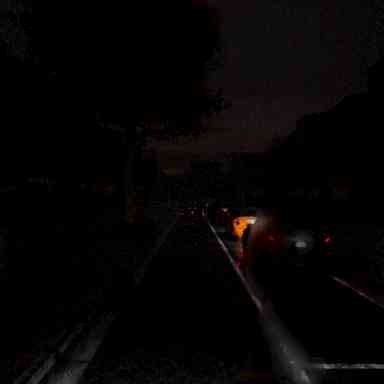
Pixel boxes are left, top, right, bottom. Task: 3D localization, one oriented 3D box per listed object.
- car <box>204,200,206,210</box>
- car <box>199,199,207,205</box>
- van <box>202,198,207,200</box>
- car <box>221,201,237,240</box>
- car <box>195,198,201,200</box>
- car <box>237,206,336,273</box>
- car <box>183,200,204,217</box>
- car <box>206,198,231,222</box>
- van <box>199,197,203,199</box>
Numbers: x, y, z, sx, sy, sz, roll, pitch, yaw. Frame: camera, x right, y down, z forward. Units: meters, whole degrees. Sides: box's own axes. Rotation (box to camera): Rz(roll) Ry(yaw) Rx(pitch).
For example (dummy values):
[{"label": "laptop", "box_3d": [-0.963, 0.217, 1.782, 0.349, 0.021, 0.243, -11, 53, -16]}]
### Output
[{"label": "car", "box_3d": [2.674, 1.970, 40.481, 1.887, 1.381, 4.507, 1, -1, 0]}, {"label": "car", "box_3d": [2.703, 2.460, 84.803, 1.887, 1.381, 4.507, 1, -1, 0]}, {"label": "van", "box_3d": [2.681, 1.824, 46.023, 1.690, 1.788, 3.998, 1, -1, 0]}, {"label": "car", "box_3d": [3.000, 1.546, 18.271, 2.097, 1.767, 4.553, 0, -1, 0]}, {"label": "car", "box_3d": [0.066, 2.024, 47.499, 1.812, 1.442, 4.674, 0, 0, 1]}, {"label": "car", "box_3d": [2.995, 1.473, 11.271, 2.097, 1.767, 4.553, 0, -1, 0]}, {"label": "car", "box_3d": [0.099, 1.885, 36.292, 1.837, 1.490, 4.892, 0, -1, 1]}, {"label": "car", "box_3d": [2.670, 1.625, 29.402, 2.192, 1.841, 5.009, 1, -1, 0]}, {"label": "van", "box_3d": [2.694, 2.063, 68.184, 1.690, 1.788, 3.998, 1, -1, 0]}]
